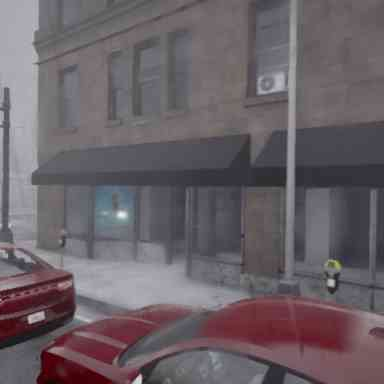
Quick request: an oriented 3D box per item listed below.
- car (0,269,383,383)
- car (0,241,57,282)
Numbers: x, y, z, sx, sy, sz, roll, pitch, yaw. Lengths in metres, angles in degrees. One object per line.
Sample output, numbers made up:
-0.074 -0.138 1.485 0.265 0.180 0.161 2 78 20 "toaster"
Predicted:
0.595 1.543 2.526 4.507 1.381 1.887 0 1 36 "car"
-3.884 1.529 5.728 4.507 1.381 1.887 0 1 36 "car"
